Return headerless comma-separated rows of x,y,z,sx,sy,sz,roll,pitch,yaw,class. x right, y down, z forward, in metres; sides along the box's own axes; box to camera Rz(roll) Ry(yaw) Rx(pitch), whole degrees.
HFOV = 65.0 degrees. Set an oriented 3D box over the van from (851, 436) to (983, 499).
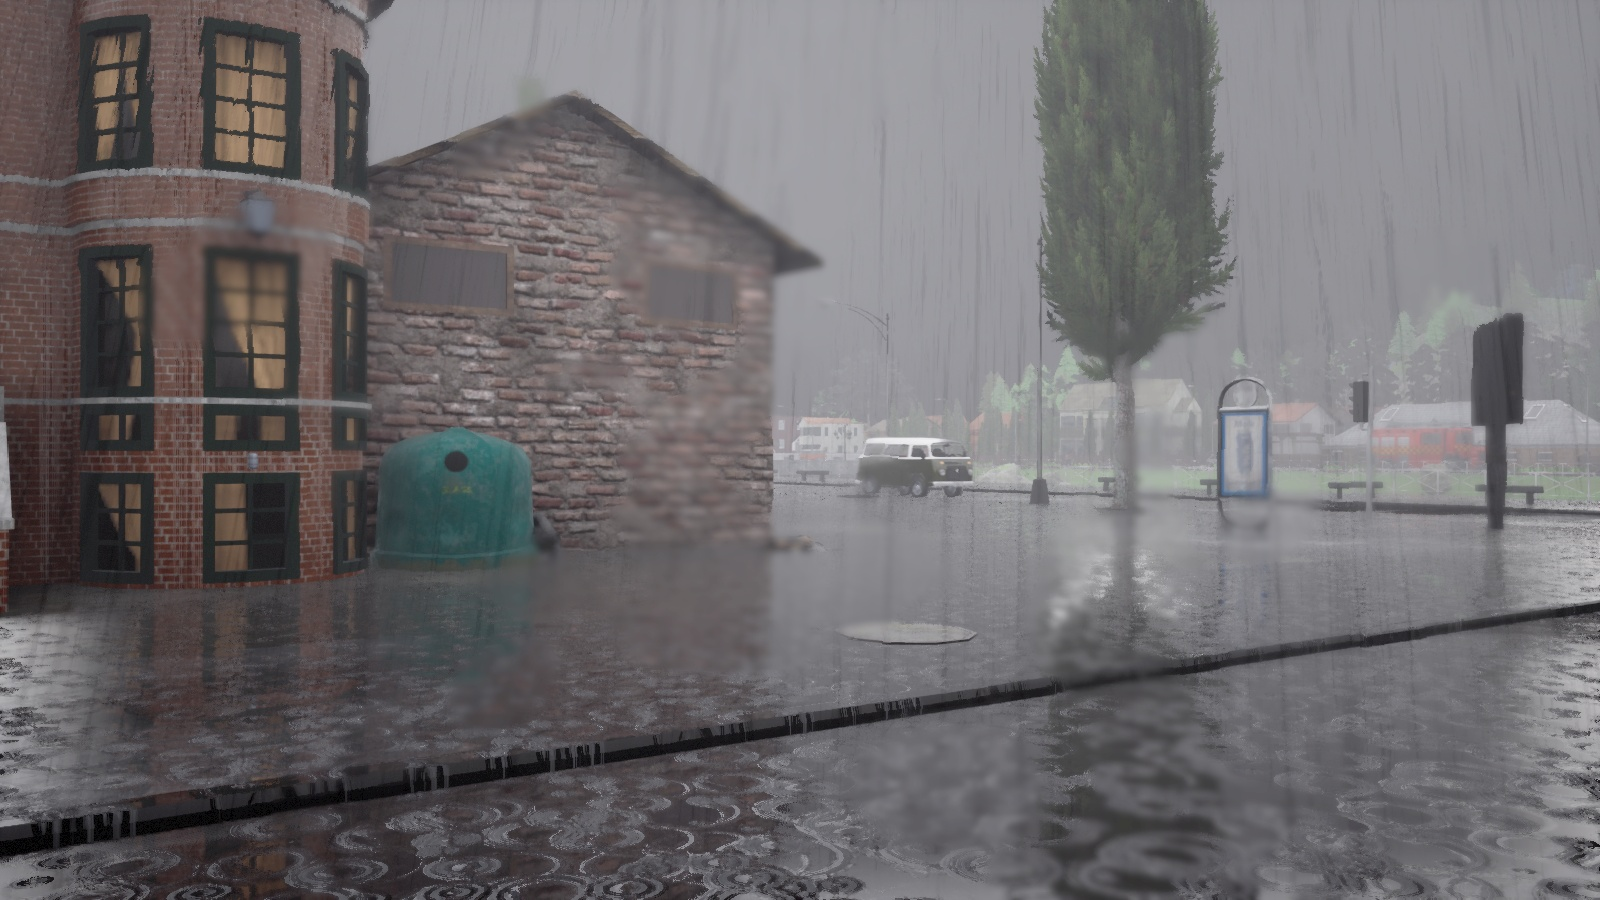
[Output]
3.935,0.565,42.843,2.069,2.038,4.480,0,0,-35,van
